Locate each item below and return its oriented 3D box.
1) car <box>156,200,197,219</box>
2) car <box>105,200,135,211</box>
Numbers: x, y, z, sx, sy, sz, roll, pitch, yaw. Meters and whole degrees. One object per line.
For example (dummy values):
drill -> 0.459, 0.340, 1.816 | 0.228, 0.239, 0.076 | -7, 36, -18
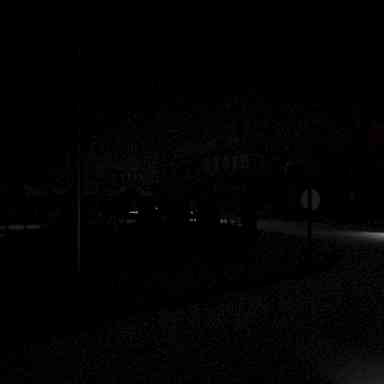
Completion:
car -> -1.427, 1.497, 29.629 | 1.837, 1.490, 4.892 | 0, 0, -35
car -> -8.725, 1.539, 39.889 | 2.033, 1.411, 5.357 | 0, 0, -35
